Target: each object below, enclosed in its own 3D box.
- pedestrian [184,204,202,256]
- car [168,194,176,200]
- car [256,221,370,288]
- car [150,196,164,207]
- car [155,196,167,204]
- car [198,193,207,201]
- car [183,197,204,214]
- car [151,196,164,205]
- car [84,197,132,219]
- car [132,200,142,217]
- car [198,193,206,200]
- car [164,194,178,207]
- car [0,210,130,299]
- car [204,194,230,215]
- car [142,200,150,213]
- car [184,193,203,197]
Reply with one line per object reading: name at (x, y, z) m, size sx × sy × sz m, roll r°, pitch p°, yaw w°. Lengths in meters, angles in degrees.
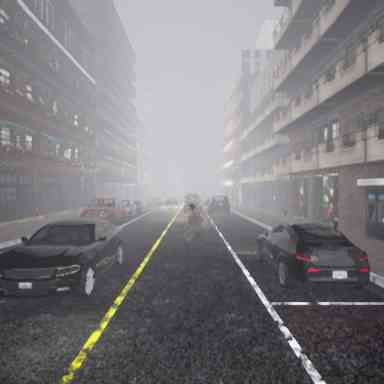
pedestrian at (0.038, 1.274, 11.614) m, size 0.375 × 1.860 × 0.375 m, roll -1°, pitch 1°, yaw -5°
car at (-5.717, 1.403, 95.425) m, size 1.752 × 1.417 × 4.829 m, roll -1°, pitch 0°, yaw 0°
car at (2.999, 1.510, 9.048) m, size 1.812 × 1.442 × 4.674 m, roll 0°, pitch 0°, yaw 0°
car at (-5.709, 1.444, 50.110) m, size 1.752 × 1.417 × 4.829 m, roll -1°, pitch 0°, yaw 0°
car at (-5.711, 1.427, 61.438) m, size 1.752 × 1.417 × 4.829 m, roll -1°, pitch 0°, yaw 0°
car at (2.662, 1.187, 84.232) m, size 2.192 × 1.841 × 5.009 m, roll -1°, pitch 0°, yaw 0°
car at (0.081, 1.505, 35.055) m, size 1.994 × 1.385 × 4.181 m, roll 0°, pitch 0°, yaw 0°
car at (-5.710, 1.436, 55.774) m, size 1.752 × 1.417 × 4.829 m, roll -1°, pitch 0°, yaw 0°
car at (-5.707, 1.277, 21.960) m, size 2.192 × 1.841 × 5.009 m, roll -1°, pitch 0°, yaw 0°
car at (-5.707, 1.393, 27.624) m, size 1.967 × 1.590 × 4.097 m, roll -1°, pitch 0°, yaw 0°
car at (2.661, 1.180, 89.895) m, size 2.192 × 1.841 × 5.009 m, roll -1°, pitch 0°, yaw 0°
car at (-3.094, 1.482, 50.452) m, size 1.994 × 1.385 × 4.181 m, roll 0°, pitch 0°, yaw 0°
car at (-3.103, 1.462, 8.685) m, size 1.882 × 1.535 × 5.008 m, roll 0°, pitch 0°, yaw 0°
car at (2.671, 1.259, 33.257) m, size 2.192 × 1.841 × 5.009 m, roll -1°, pitch 0°, yaw 0°
car at (-5.706, 1.510, 33.288) m, size 1.947 × 1.339 × 4.313 m, roll -1°, pitch 0°, yaw 0°
car at (0.037, 1.145, 47.421) m, size 2.150 × 2.045 × 5.566 m, roll 0°, pitch 0°, yaw 0°
